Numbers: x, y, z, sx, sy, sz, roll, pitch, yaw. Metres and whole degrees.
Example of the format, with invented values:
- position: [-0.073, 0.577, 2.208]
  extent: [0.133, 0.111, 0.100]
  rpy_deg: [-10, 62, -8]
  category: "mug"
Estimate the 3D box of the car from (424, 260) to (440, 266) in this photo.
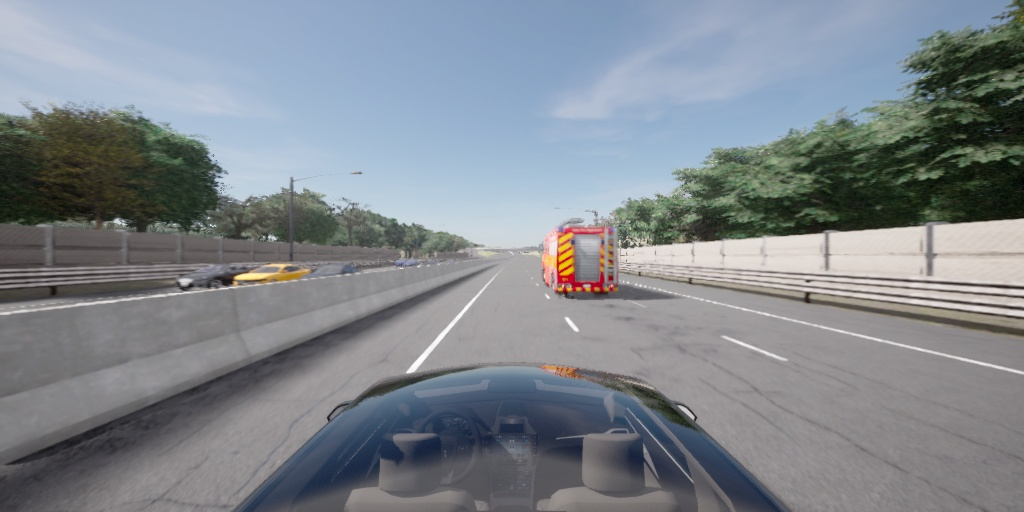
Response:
- position: [-13.716, 1.333, 61.885]
  extent: [1.994, 1.385, 4.181]
  rpy_deg: [0, 0, 1]
  category: "car"

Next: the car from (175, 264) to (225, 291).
- position: [-17.567, 1.240, 21.713]
  extent: [2.128, 1.511, 4.902]
  rpy_deg: [0, 0, 0]
  category: "car"

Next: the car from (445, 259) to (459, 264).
- position: [-10.220, 1.273, 61.840]
  extent: [2.128, 1.511, 4.902]
  rpy_deg: [0, 0, 1]
  category: "car"

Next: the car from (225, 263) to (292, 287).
- position: [-14.068, 1.228, 21.412]
  extent: [1.882, 1.535, 5.008]
  rpy_deg: [0, 0, 0]
  category: "car"

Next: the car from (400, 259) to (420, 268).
- position: [-17.214, 1.297, 61.915]
  extent: [1.812, 1.442, 4.674]
  rpy_deg: [0, 0, 1]
  category: "car"

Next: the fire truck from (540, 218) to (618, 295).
- position: [3.521, 0.106, 20.695]
  extent: [2.891, 3.827, 8.468]
  rpy_deg: [0, 0, 0]
  category: "fire truck"

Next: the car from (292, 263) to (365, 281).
- position: [-10.568, 1.230, 21.497]
  extent: [1.882, 1.535, 5.008]
  rpy_deg: [0, 0, 0]
  category: "car"
